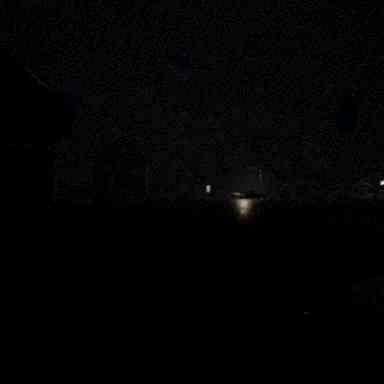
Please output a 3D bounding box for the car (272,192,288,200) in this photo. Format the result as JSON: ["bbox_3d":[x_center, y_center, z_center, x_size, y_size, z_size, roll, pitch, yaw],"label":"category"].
[{"bbox_3d":[18.072,0.864,70.627,1.837,1.490,4.892,2,-1,-35],"label":"car"}]

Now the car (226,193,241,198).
[{"bbox_3d":[10.326,0.800,81.519,1.895,1.301,4.718,2,-1,-35],"label":"car"}]

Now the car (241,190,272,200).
[{"bbox_3d":[13.663,0.574,70.796,2.150,2.045,5.566,2,-1,-35],"label":"car"}]
